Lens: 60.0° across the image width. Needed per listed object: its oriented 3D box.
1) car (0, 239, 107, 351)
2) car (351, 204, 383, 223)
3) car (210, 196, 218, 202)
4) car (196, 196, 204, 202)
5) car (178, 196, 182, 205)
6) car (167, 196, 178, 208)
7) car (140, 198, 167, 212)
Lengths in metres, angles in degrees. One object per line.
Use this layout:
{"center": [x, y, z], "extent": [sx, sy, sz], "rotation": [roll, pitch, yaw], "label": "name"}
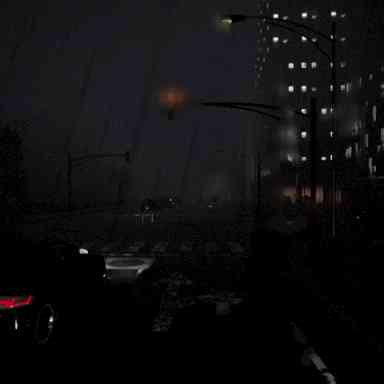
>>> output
{"center": [-3.024, 1.563, 6.236], "extent": [1.994, 1.385, 4.181], "rotation": [0, 0, 1], "label": "car"}
{"center": [13.746, 1.447, 23.064], "extent": [4.718, 1.301, 1.895], "rotation": [0, 0, 2], "label": "car"}
{"center": [5.208, 1.548, 78.694], "extent": [2.033, 1.411, 5.357], "rotation": [0, 0, 5], "label": "car"}
{"center": [1.943, 1.602, 78.620], "extent": [1.895, 1.301, 4.718], "rotation": [0, 0, 5], "label": "car"}
{"center": [-2.964, 1.473, 58.803], "extent": [1.882, 1.535, 5.008], "rotation": [0, 0, 5], "label": "car"}
{"center": [-3.805, 1.540, 48.368], "extent": [2.033, 1.411, 5.357], "rotation": [0, 0, 4], "label": "car"}
{"center": [-4.612, 1.483, 38.152], "extent": [2.128, 1.511, 4.902], "rotation": [0, 0, 5], "label": "car"}
